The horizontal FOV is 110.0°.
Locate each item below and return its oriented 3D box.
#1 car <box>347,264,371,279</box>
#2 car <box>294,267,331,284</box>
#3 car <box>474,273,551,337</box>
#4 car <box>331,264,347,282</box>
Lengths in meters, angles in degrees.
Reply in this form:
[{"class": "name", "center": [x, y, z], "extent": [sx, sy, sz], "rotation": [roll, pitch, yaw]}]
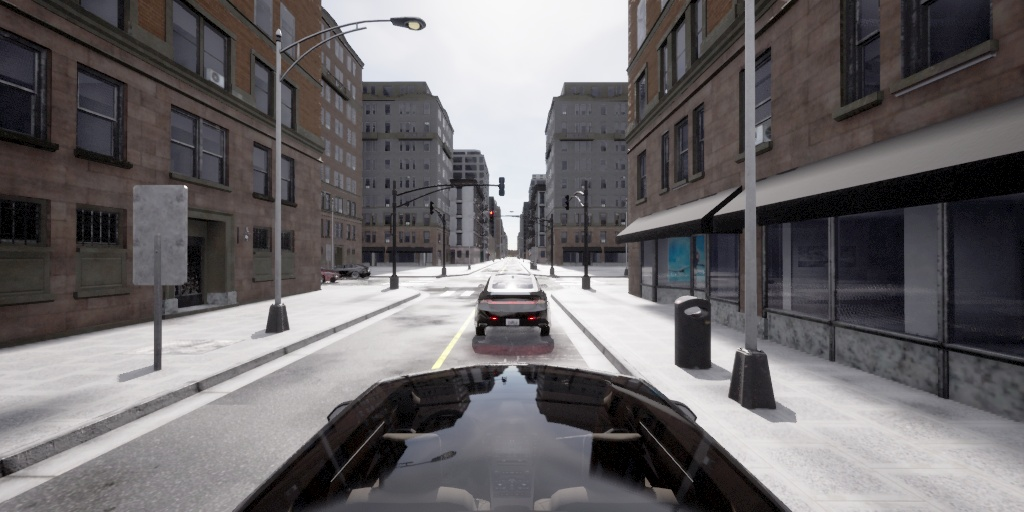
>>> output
[{"class": "car", "center": [-14.677, 1.330, 31.557], "extent": [4.313, 1.339, 1.948], "rotation": [0, 0, 0]}, {"class": "car", "center": [-14.707, 1.289, 23.531], "extent": [4.313, 1.339, 1.948], "rotation": [0, 0, 0]}, {"class": "car", "center": [0.024, 1.242, 10.341], "extent": [2.128, 1.511, 4.902], "rotation": [0, 0, 0]}, {"class": "car", "center": [-14.735, 1.300, 26.075], "extent": [4.181, 1.385, 1.994], "rotation": [0, 0, 0]}]
